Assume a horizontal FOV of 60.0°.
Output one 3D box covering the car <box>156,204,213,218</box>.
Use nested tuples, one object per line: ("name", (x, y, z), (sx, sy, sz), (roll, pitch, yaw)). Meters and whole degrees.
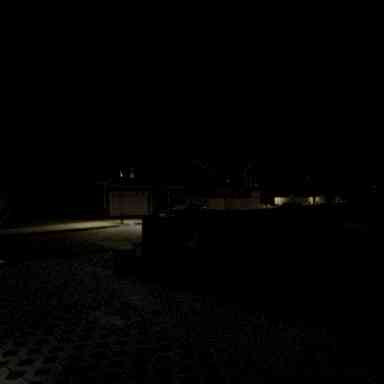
("car", (-0.370, 1.599, 24.569), (2.033, 1.411, 5.357), (0, 0, 36))

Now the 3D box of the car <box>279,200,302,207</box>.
("car", (12.580, 1.765, 42.424), (1.994, 1.385, 4.181), (0, 0, 36))
